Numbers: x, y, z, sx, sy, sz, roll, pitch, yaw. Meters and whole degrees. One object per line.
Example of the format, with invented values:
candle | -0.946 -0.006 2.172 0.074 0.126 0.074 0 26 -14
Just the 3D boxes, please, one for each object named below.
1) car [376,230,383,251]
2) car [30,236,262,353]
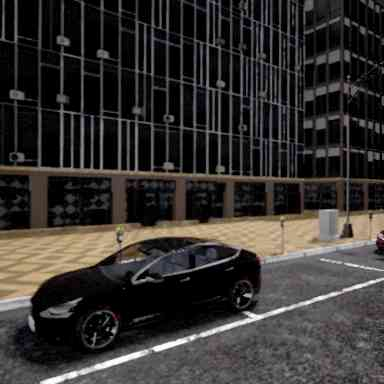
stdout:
car | 8.732 1.567 12.703 4.206 1.307 1.802 0 0 -35
car | -0.571 1.554 6.144 4.313 1.339 1.947 0 0 -35
